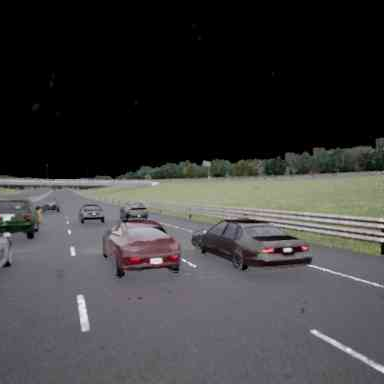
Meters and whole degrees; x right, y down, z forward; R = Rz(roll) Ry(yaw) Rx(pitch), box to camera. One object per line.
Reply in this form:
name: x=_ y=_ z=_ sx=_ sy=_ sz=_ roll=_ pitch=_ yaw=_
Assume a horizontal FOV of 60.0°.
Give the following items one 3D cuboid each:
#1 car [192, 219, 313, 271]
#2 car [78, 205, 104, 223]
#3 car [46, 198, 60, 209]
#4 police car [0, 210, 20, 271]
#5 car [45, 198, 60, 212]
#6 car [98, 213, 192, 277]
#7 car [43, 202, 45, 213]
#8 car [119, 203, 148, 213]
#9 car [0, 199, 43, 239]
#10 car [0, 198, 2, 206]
car: x=1.705 y=1.650 z=11.414 sx=2.033 sy=1.411 sz=5.357 roll=0 pitch=-1 yaw=-21
car: x=-8.519 y=1.785 z=28.091 sx=2.033 sy=1.411 sz=5.357 roll=0 pitch=-1 yaw=-21
car: x=-22.971 y=1.819 z=55.002 sx=2.097 sy=1.767 sz=4.553 roll=0 pitch=0 yaw=-22
police car: x=-5.964 y=1.485 z=8.656 sx=1.930 sy=1.638 sz=5.238 roll=0 pitch=-1 yaw=-21
car: x=-18.382 y=1.730 z=43.467 sx=2.097 sy=1.767 sz=4.553 roll=0 pitch=-1 yaw=-21
car: x=-1.738 y=1.613 z=10.644 sx=1.812 sy=1.442 sz=4.674 roll=0 pitch=-1 yaw=-21
car: x=-11.713 y=1.664 z=23.485 sx=1.882 sy=1.535 sz=5.008 roll=0 pitch=-1 yaw=-21
car: x=-5.158 y=1.746 z=29.100 sx=2.128 sy=1.511 sz=4.902 roll=0 pitch=-1 yaw=-21
car: x=-9.547 y=1.361 z=17.918 sx=2.150 sy=2.045 sz=5.566 roll=0 pitch=-1 yaw=-21
car: x=-37.697 y=1.971 z=63.549 sx=1.837 sy=1.490 sz=4.892 roll=0 pitch=0 yaw=-22
